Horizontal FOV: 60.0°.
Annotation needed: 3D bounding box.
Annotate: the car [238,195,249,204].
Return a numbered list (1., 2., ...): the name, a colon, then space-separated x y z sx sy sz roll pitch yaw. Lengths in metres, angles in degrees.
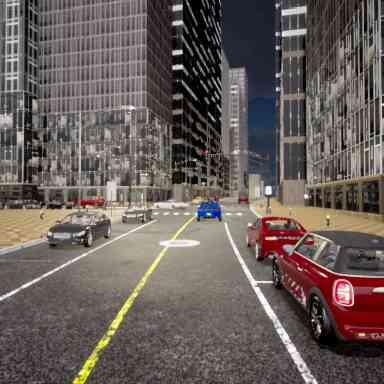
1. car: 10.079 1.410 65.113 2.192 1.841 5.009 1 0 13

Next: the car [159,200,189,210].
1. car: -2.709 1.668 42.504 4.718 1.301 1.895 -1 -1 41

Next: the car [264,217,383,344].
1. car: 2.815 1.441 6.358 1.967 1.590 4.097 1 0 2

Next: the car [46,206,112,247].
1. car: -4.880 1.561 14.906 2.008 1.369 4.403 1 0 3

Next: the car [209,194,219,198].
1. car: 5.157 1.491 78.798 2.192 1.841 5.009 1 0 14

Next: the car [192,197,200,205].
1. car: 1.162 1.640 62.559 1.752 1.417 4.829 1 0 12

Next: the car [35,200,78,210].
1. car: -16.958 1.637 41.959 4.313 1.339 1.947 0 -1 13

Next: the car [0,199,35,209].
1. car: -22.399 1.653 43.249 4.403 1.369 2.008 0 -1 13

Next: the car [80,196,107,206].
1. car: -15.147 1.535 49.631 5.009 1.841 2.192 0 -1 13

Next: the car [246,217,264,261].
1. car: 3.007 1.547 11.998 1.887 1.381 4.507 1 0 3

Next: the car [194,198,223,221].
1. car: 1.480 1.494 27.165 1.882 1.535 5.008 0 0 5

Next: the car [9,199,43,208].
1. car: -26.033 1.833 52.209 4.403 1.369 2.008 0 -1 13

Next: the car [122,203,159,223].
1. car: -4.129 1.573 25.696 2.008 1.369 4.403 1 0 5
